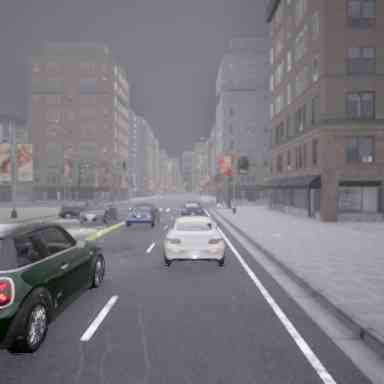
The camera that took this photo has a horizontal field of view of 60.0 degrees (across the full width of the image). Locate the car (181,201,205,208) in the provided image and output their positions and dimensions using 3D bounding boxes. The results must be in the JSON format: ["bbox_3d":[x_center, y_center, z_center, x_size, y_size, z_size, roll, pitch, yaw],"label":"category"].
[{"bbox_3d":[0.058,1.485,27.008,1.812,1.442,4.674,0,0,0],"label":"car"}]

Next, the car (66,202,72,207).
[{"bbox_3d":[-9.872,1.505,29.228,2.033,1.411,5.357,0,0,0],"label":"car"}]

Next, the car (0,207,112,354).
[{"bbox_3d":[-3.181,1.342,6.256,2.097,1.767,4.553,0,0,0],"label":"car"}]

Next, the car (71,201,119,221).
[{"bbox_3d":[-6.623,1.455,24.028,2.128,1.511,4.902,0,0,0],"label":"car"}]

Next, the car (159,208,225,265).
[{"bbox_3d":[0.076,1.507,11.425,1.812,1.442,4.674,0,0,0],"label":"car"}]

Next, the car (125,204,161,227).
[{"bbox_3d":[-3.196,1.513,22.472,2.033,1.411,5.357,0,0,0],"label":"car"}]
